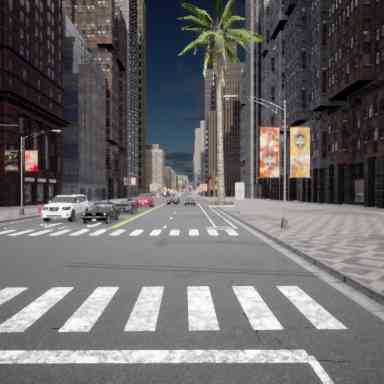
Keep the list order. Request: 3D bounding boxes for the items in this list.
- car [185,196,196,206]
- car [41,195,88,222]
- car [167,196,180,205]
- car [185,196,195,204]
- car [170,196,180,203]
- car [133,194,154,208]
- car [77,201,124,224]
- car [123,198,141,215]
[{"bbox_3d":[-0.322,1.586,56.102,2.033,1.411,5.357,0,0,0],"label":"car"},{"bbox_3d":[-10.004,1.228,26.780,2.150,2.045,5.566,0,0,0],"label":"car"},{"bbox_3d":[-3.496,1.647,59.733,1.895,1.301,4.718,0,0,-1],"label":"car"},{"bbox_3d":[-0.382,1.539,66.525,1.882,1.535,5.008,0,0,0],"label":"car"},{"bbox_3d":[-3.549,1.595,69.842,1.812,1.442,4.674,0,0,0],"label":"car"},{"bbox_3d":[-6.866,1.250,49.064,2.150,2.045,5.566,0,0,0],"label":"car"},{"bbox_3d":[-6.742,1.606,25.049,1.895,1.301,4.718,0,0,0],"label":"car"},{"bbox_3d":[-6.796,1.574,34.018,1.994,1.385,4.181,0,0,0],"label":"car"}]
